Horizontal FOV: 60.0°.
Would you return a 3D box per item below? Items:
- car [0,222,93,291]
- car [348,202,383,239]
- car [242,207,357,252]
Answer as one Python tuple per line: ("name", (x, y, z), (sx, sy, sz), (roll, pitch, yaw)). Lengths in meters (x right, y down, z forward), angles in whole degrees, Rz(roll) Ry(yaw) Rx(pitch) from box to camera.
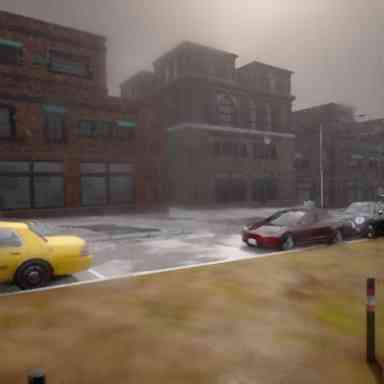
("car", (-4.926, 1.320, 7.061), (5.366, 1.575, 1.946), (1, -1, -33))
("car", (8.784, 1.308, 16.861), (4.553, 1.767, 2.185), (1, 0, -33))
("car", (4.231, 1.456, 13.591), (4.792, 1.488, 2.163), (1, 0, -33))
